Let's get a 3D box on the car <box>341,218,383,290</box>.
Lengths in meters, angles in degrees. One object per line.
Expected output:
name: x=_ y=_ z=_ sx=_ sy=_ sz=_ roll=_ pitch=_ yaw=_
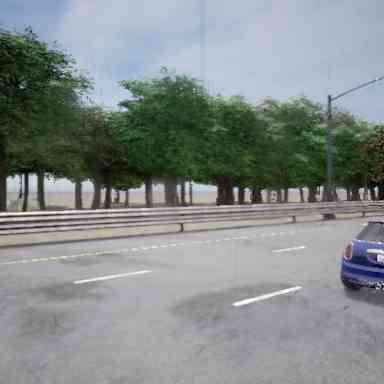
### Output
car: x=5.571 y=1.354 z=7.848 sx=4.553 sy=1.767 sz=2.097 roll=0 pitch=0 yaw=-36
